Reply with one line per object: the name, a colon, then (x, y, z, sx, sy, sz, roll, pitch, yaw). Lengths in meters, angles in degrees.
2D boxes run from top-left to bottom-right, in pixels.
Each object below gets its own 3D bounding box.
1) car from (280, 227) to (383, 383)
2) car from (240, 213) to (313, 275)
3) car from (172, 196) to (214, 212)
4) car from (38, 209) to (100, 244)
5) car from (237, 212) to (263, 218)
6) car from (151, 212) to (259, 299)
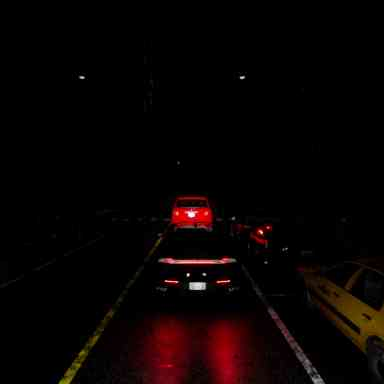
car: (2.864, 1.524, 4.857, 1.752, 1.417, 4.829, -1, 0, 0)
car: (2.863, 1.562, 10.273, 1.947, 1.339, 4.313, -1, 0, 0)
car: (0.062, 1.215, 18.793, 2.150, 2.045, 5.566, 0, 0, 2)
car: (-5.684, 1.539, 15.853, 1.887, 1.381, 4.507, -1, 0, 0)
car: (2.861, 1.576, 15.859, 1.802, 1.307, 4.206, -1, 0, 0)
car: (0.096, 1.489, 8.445, 2.128, 1.511, 4.902, 0, 0, 0)
